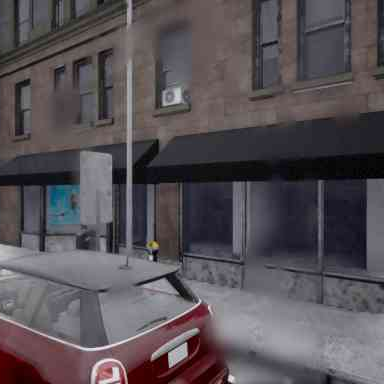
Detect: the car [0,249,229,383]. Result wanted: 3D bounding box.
[{"bbox_3d":[-1.699,1.440,4.025,4.097,1.590,1.967,0,0,36],"label":"car"}]
